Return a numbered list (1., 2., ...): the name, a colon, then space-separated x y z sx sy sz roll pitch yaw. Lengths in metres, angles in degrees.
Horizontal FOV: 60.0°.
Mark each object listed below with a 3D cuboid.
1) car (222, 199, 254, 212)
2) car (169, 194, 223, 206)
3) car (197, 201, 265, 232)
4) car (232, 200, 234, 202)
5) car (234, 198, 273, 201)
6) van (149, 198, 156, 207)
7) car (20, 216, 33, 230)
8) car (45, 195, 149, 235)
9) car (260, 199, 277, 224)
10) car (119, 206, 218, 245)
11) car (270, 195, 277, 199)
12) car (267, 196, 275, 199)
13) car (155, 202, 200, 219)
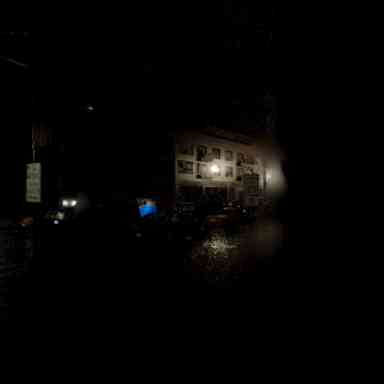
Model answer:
1. car: 5.481 1.552 38.934 1.947 1.339 4.313 0 0 36
2. car: 0.657 1.219 27.906 2.150 2.045 5.566 0 0 36
3. car: 2.501 1.533 20.311 1.752 1.417 4.829 0 0 36
4. car: 2.152 1.542 34.346 2.008 1.369 4.403 0 0 36
5. car: 6.726 1.592 36.254 1.895 1.301 4.718 0 0 36
6. van: -4.508 1.335 25.167 1.690 1.788 3.998 0 0 36
7. car: -7.937 1.517 20.441 1.752 1.417 4.829 0 0 36
8. car: -5.431 1.219 19.523 2.150 2.045 5.566 0 0 36
9. car: 5.831 1.533 24.899 1.752 1.417 4.829 0 0 36
10. car: -0.927 1.557 15.586 2.008 1.369 4.403 0 0 36
11. car: 12.141 1.291 48.111 2.192 1.841 5.009 0 0 36
12. car: 8.810 1.547 43.522 1.947 1.339 4.313 0 0 36
13. car: -1.178 1.575 29.757 1.802 1.307 4.206 0 0 36
